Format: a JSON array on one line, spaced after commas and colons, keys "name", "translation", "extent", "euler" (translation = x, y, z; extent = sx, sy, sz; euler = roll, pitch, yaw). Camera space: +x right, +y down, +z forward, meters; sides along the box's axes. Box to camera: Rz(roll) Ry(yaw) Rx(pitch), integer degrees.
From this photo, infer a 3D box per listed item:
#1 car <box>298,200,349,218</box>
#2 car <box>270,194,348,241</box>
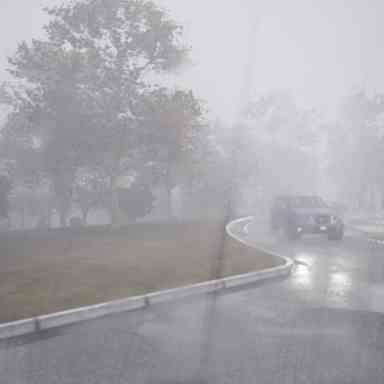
[{"name": "car", "translation": [11.683, 1.461, 29.451], "extent": [4.718, 1.301, 1.895], "euler": [0, 0, -36]}, {"name": "car", "translation": [5.434, 1.151, 16.562], "extent": [2.150, 2.045, 5.566], "euler": [0, 0, 0]}]
